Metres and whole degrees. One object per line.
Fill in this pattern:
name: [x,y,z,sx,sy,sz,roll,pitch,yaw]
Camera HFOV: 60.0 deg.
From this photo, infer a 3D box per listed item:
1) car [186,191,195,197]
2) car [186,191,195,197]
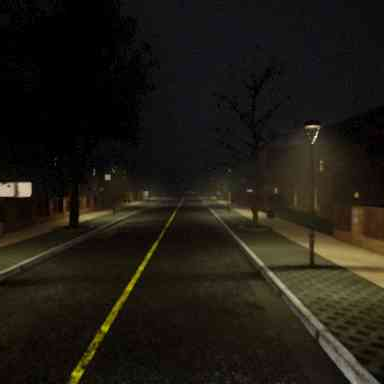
car: [-0.371,0.470,72.142,1.895,1.301,4.718,0,1,0]
car: [-0.425,0.381,82.266,2.033,1.411,5.357,0,1,0]
